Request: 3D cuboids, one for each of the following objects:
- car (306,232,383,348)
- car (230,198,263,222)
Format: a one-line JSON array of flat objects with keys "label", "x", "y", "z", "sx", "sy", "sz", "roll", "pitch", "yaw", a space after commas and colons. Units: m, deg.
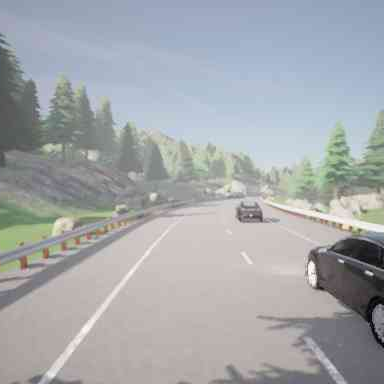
[{"label": "car", "x": 3.648, "y": 1.500, "z": 6.145, "sx": 1.837, "sy": 1.490, "sz": 4.892, "roll": 0, "pitch": 0, "yaw": 1}, {"label": "car", "x": 4.398, "y": 1.463, "z": 26.165, "sx": 2.128, "sy": 1.511, "sz": 4.902, "roll": 0, "pitch": 0, "yaw": 4}]
